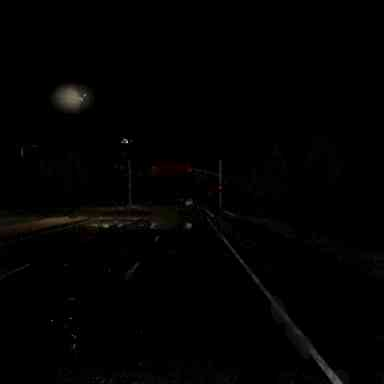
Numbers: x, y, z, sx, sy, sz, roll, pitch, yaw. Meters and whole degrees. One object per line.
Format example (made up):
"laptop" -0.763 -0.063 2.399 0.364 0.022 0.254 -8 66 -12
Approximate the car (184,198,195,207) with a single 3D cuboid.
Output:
"car" -0.417 2.257 67.271 1.812 1.442 4.674 0 -1 0
